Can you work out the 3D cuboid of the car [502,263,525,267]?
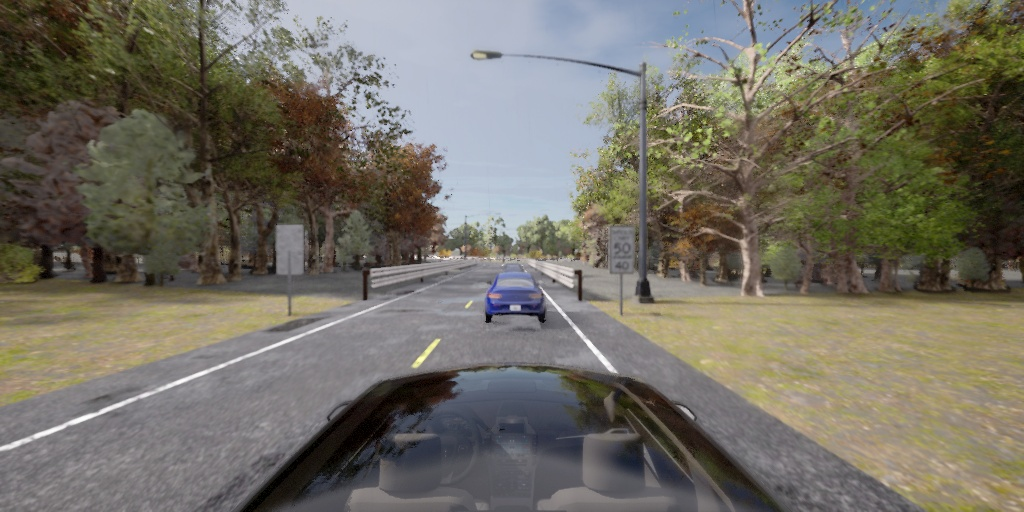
[{"bbox_3d":[0.089,1.263,29.551,1.994,1.385,4.181,0,0,0],"label":"car"}]

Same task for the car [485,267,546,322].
[{"bbox_3d":[0.094,1.257,12.153,1.812,1.442,4.674,0,0,0],"label":"car"}]
